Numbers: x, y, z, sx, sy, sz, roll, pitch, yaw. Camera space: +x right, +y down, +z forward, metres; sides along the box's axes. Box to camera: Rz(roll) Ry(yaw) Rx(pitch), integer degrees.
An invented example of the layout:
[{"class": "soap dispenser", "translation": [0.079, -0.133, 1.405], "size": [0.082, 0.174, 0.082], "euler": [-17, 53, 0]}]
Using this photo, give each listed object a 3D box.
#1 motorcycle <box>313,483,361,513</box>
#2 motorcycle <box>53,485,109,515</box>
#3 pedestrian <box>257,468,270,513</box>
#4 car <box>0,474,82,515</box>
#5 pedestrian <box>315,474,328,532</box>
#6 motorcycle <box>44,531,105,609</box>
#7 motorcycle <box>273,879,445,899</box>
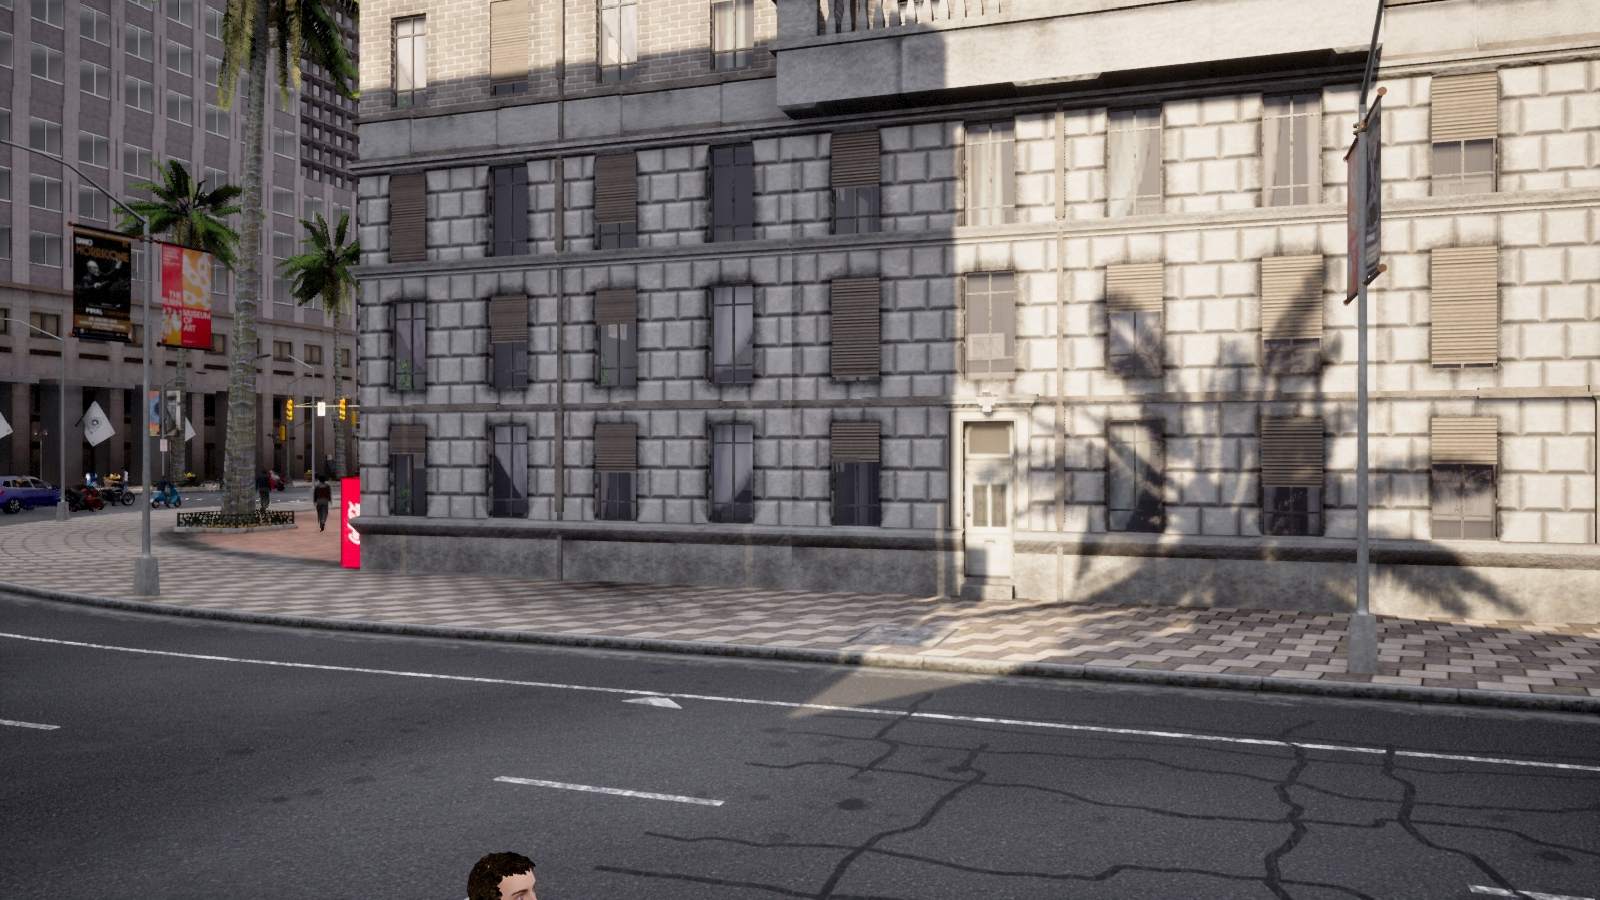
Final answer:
[{"class": "motorcycle", "translation": [-21.134, 2.170, 52.239], "size": [0.764, 1.277, 2.356], "euler": [0, 0, 16]}, {"class": "motorcycle", "translation": [-31.896, 2.205, 50.743], "size": [0.867, 1.251, 2.209], "euler": [0, 0, 9]}, {"class": "pedestrian", "translation": [-22.437, 1.696, 47.824], "size": [0.375, 1.860, 0.375], "euler": [0, 0, -2]}, {"class": "car", "translation": [-35.215, 1.968, 51.598], "size": [2.242, 1.667, 4.611], "euler": [0, 0, 9]}, {"class": "pedestrian", "translation": [-15.383, 1.696, 36.740], "size": [0.375, 1.860, 0.375], "euler": [0, 0, -20]}, {"class": "motorcycle", "translation": [-13.381, 2.182, 21.044], "size": [0.856, 1.236, 1.805], "euler": [1, 0, -35]}, {"class": "motorcycle", "translation": [-1.030, 2.213, 3.640], "size": [2.033, 1.145, 0.803], "euler": [0, 0, 20]}]
